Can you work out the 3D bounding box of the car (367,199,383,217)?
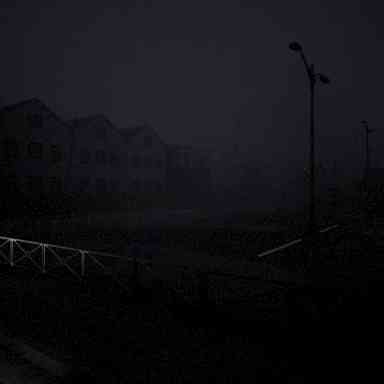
[{"bbox_3d":[15.411,1.298,26.818,2.007,1.523,4.514,0,0,35],"label":"car"}]
